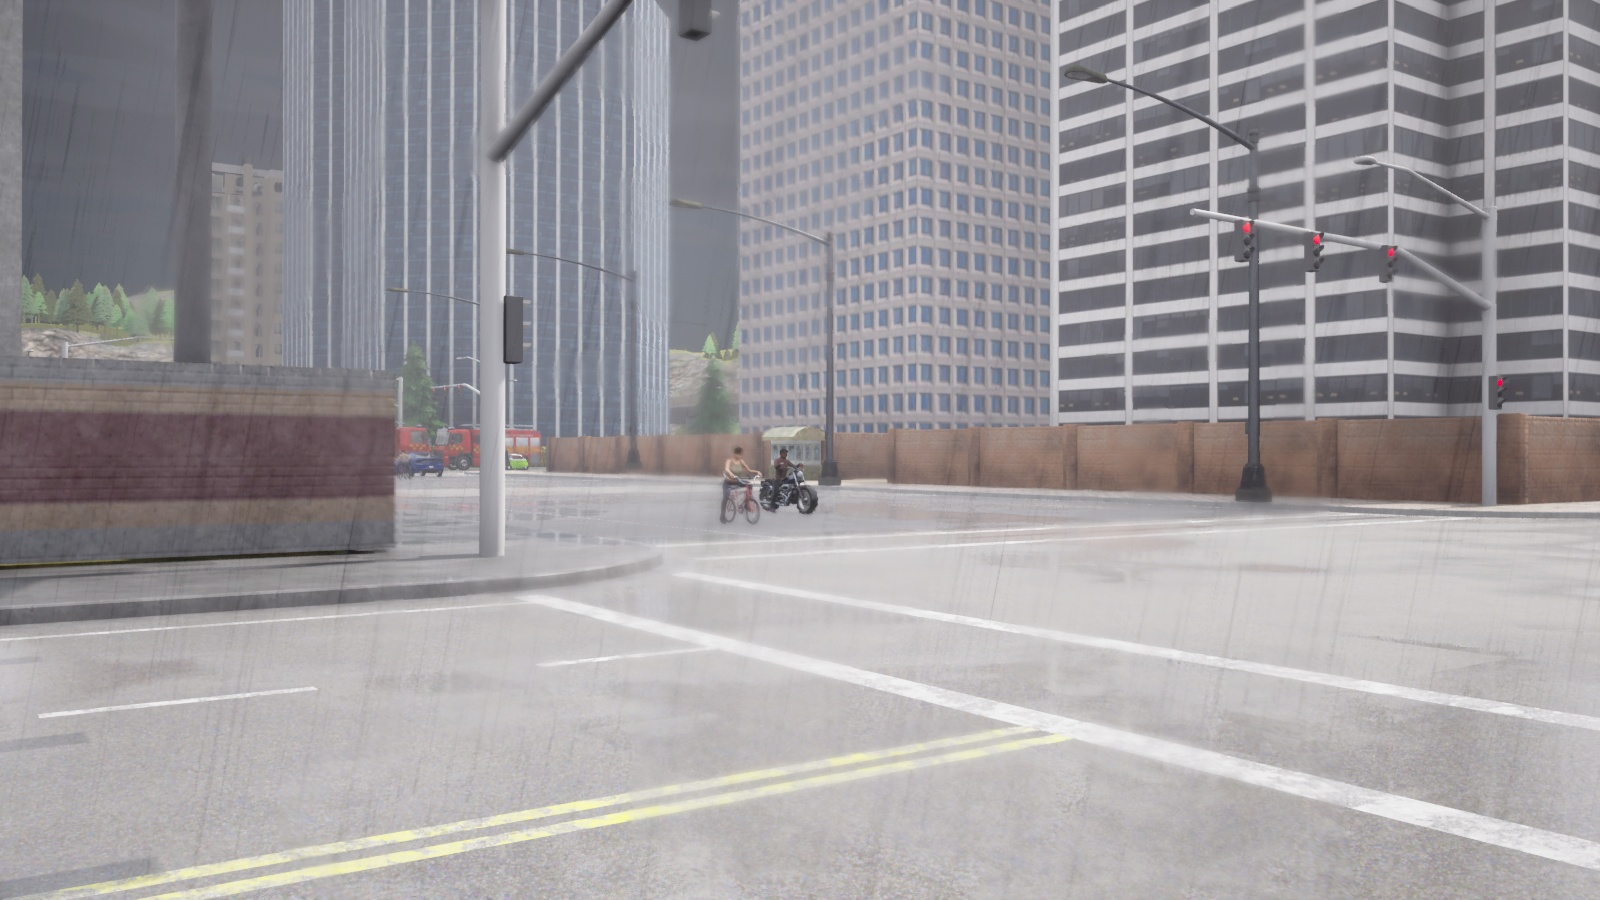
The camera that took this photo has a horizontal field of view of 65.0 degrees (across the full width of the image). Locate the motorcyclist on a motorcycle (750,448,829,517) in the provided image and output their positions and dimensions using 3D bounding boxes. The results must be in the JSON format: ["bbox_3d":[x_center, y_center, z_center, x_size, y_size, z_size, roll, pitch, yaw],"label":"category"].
[{"bbox_3d":[-0.288,0.772,31.167,0.766,1.649,2.350,0,0,-35],"label":"motorcyclist on a motorcycle"}]

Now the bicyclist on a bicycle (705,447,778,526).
[{"bbox_3d":[-1.241,0.749,26.387,0.866,1.612,1.509,0,0,-34],"label":"bicyclist on a bicycle"}]

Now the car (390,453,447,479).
[{"bbox_3d":[-23.467,0.961,77.173,1.882,1.535,5.008,0,0,-35],"label":"car"}]
